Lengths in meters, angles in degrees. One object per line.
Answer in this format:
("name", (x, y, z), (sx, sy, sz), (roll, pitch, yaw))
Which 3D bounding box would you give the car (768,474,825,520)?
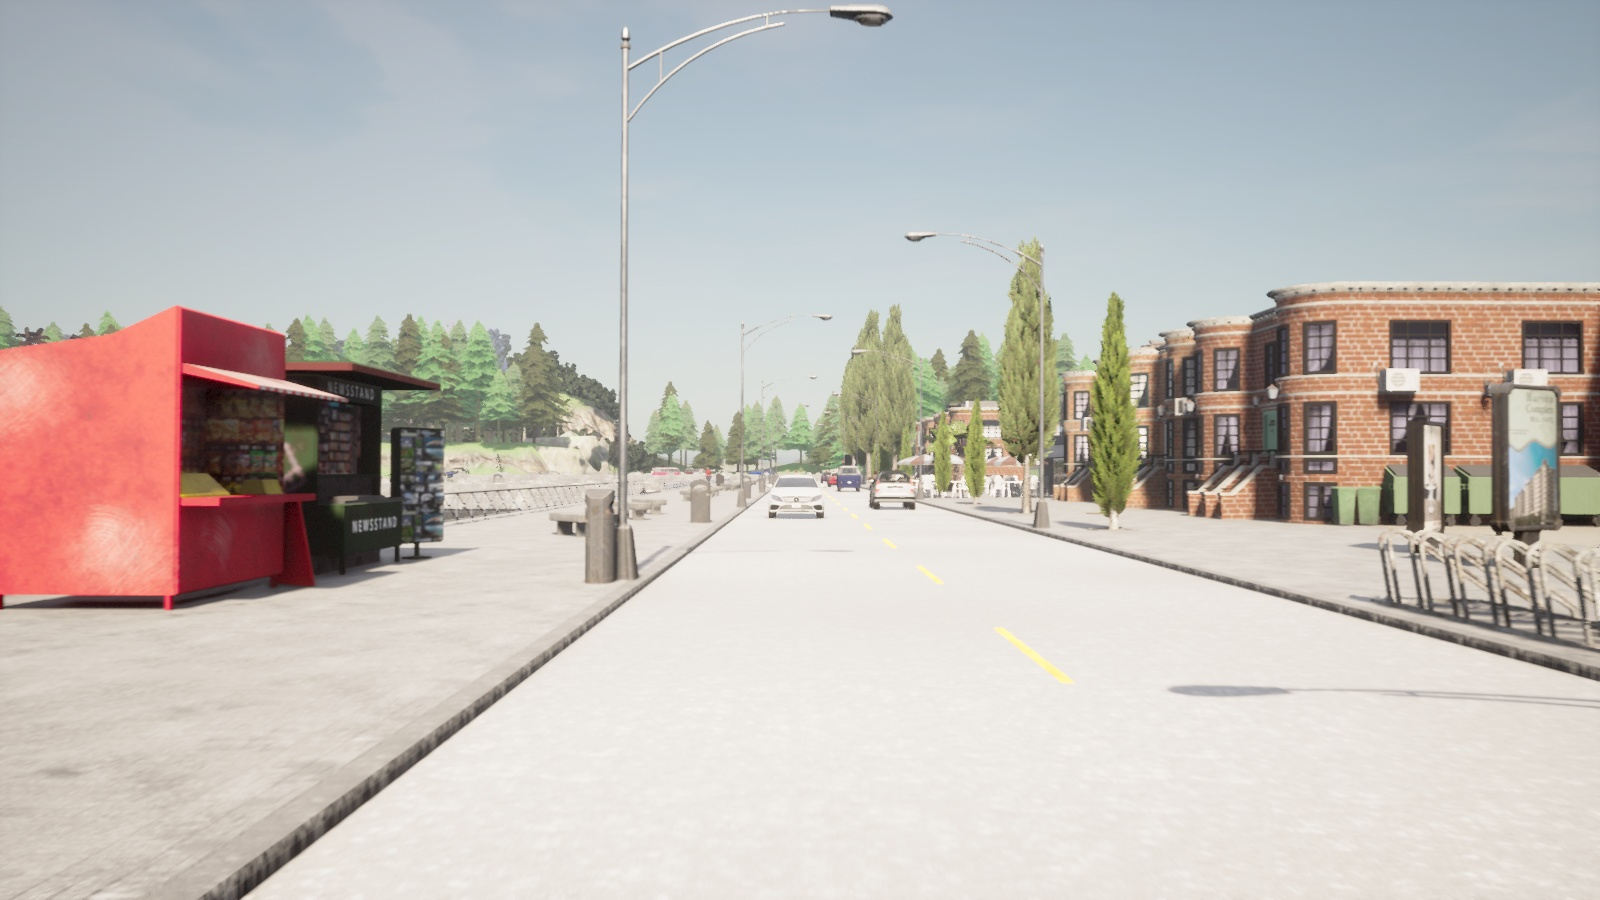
("car", (-0.110, 1.553, 42.546), (1.812, 1.442, 4.674), (0, -1, 0))

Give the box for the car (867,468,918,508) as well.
("car", (3.862, 1.585, 53.051), (1.851, 1.617, 3.988), (0, -1, 0))

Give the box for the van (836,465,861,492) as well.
("van", (3.747, 2.180, 97.234), (1.775, 1.987, 4.442), (0, -1, 0))
